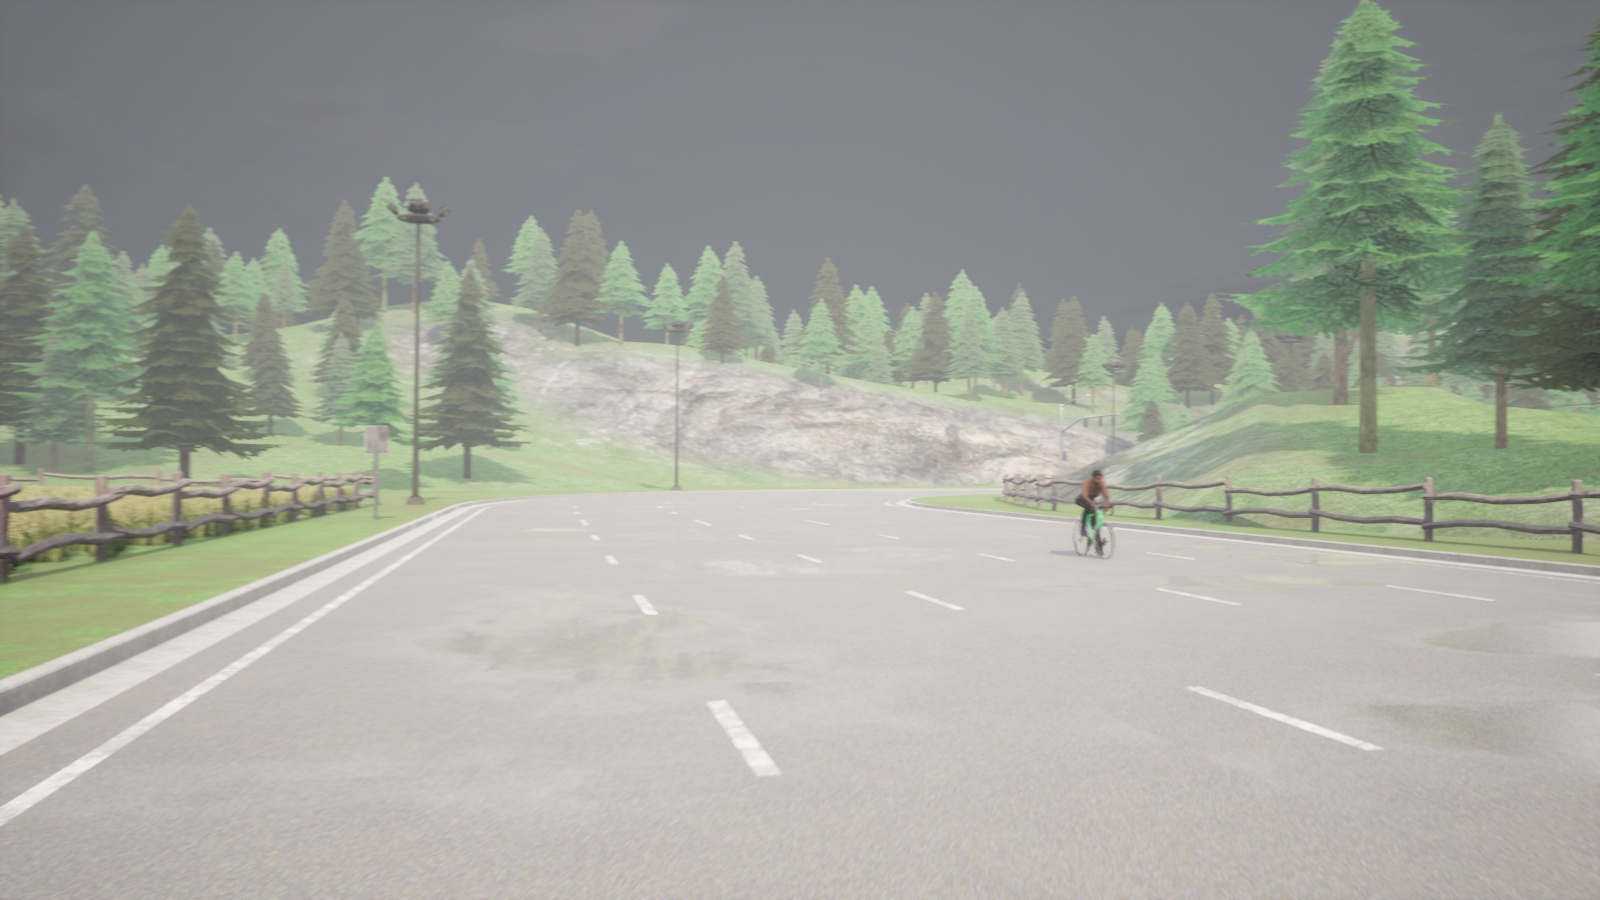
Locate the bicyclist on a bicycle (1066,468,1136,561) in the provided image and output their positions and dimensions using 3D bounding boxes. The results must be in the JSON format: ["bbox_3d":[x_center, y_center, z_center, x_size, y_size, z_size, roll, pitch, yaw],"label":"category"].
[{"bbox_3d":[5.480,1.145,22.975,0.582,1.620,1.656,0,-1,-12],"label":"bicyclist on a bicycle"}]
